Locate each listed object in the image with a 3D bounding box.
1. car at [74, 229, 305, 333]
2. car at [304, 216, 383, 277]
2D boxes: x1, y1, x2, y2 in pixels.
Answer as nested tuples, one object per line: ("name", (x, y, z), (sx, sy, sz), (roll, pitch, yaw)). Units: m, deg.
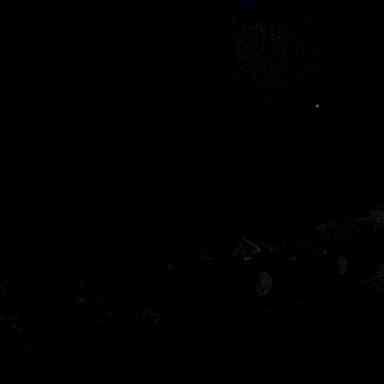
("car", (-0.049, 1.505, 6.608), (4.403, 1.369, 2.008), (-1, 0, -35))
("car", (4.446, 1.434, 9.785), (4.507, 1.381, 1.887), (-1, 0, -35))
